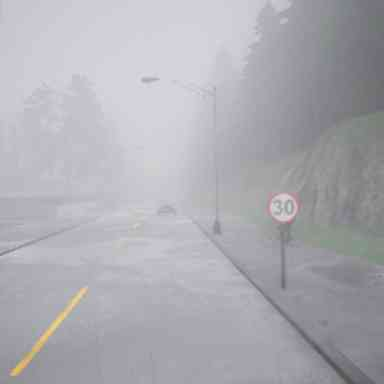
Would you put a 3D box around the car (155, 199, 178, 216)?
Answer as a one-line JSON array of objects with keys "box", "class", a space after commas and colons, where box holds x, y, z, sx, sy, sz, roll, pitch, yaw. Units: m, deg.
[{"box": [-2.524, 1.531, 32.896, 1.812, 1.442, 4.674, -1, 0, -5], "class": "car"}]

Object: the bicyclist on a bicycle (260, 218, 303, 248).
[{"box": [3.365, 1.279, 12.503, 1.656, 1.620, 0.582, -1, 0, -5], "class": "bicyclist on a bicycle"}]

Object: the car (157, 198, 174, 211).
[{"box": [-3.366, 1.555, 42.711, 2.033, 1.411, 5.357, -1, 0, -5], "class": "car"}]
